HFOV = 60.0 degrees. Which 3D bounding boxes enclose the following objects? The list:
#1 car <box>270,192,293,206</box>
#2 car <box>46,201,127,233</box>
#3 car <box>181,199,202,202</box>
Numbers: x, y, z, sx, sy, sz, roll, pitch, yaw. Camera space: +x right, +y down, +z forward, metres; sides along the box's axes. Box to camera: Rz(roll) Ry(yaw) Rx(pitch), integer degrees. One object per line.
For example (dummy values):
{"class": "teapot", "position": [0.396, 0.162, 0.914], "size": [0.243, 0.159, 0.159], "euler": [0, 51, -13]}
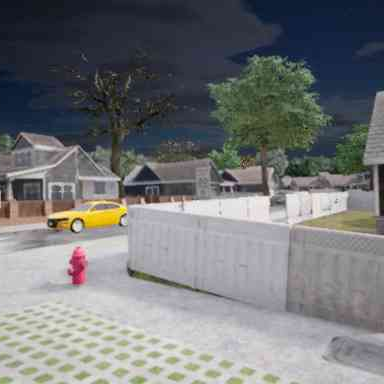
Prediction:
{"class": "car", "position": [11.039, 0.807, 40.651], "size": [2.097, 1.767, 4.553], "euler": [-2, 0, 37]}
{"class": "car", "position": [-5.424, 1.263, 18.252], "size": [1.882, 1.535, 5.008], "euler": [-2, 0, 36]}
{"class": "car", "position": [-0.110, 1.239, 25.491], "size": [1.994, 1.385, 4.181], "euler": [-2, 0, 36]}
